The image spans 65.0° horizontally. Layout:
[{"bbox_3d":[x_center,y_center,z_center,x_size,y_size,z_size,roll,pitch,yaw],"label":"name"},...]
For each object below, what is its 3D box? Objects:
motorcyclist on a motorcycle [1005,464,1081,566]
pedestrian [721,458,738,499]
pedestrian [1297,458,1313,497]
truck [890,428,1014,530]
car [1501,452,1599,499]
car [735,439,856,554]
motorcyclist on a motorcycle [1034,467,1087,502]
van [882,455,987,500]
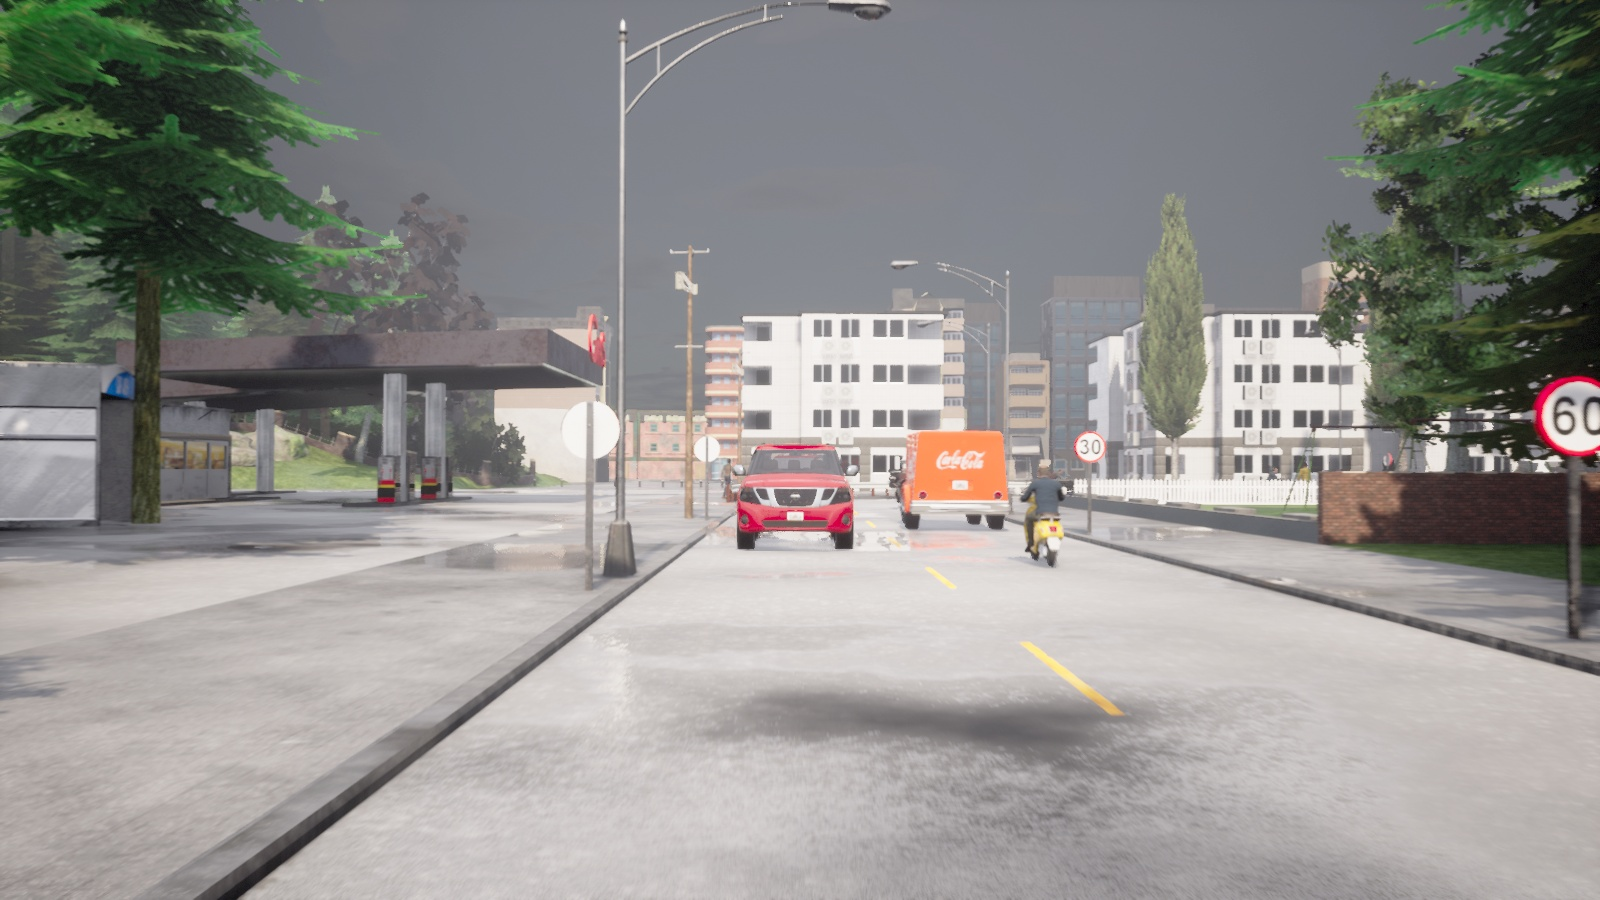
[{"bbox_3d":[3.932,1.018,20.472,0.866,1.590,1.817,0,-1,0],"label":"motorcyclist on a motorcycle"},{"bbox_3d":[-3.201,1.286,56.892,0.328,1.805,0.869,-1,-1,32],"label":"pedestrian"},{"bbox_3d":[24.226,1.304,60.265,0.431,1.840,0.709,0,-1,-6],"label":"pedestrian"},{"bbox_3d":[3.885,0.746,33.158,2.627,2.467,5.204,0,-1,0],"label":"truck"},{"bbox_3d":[35.201,1.144,56.985,5.566,2.045,2.150,0,-1,0],"label":"car"},{"bbox_3d":[-0.085,0.862,25.185,2.150,2.045,5.566,0,-1,0],"label":"car"},{"bbox_3d":[11.785,1.552,56.881,2.191,1.530,0.866,0,0,-9],"label":"motorcyclist on a motorcycle"},{"bbox_3d":[6.346,1.296,59.352,4.480,2.038,2.069,0,-1,-23],"label":"van"}]
